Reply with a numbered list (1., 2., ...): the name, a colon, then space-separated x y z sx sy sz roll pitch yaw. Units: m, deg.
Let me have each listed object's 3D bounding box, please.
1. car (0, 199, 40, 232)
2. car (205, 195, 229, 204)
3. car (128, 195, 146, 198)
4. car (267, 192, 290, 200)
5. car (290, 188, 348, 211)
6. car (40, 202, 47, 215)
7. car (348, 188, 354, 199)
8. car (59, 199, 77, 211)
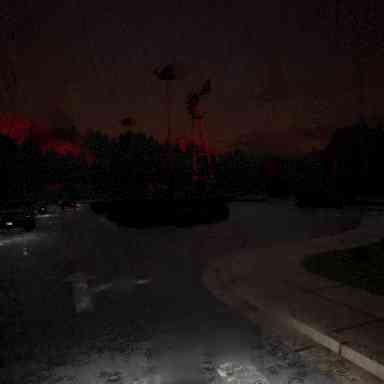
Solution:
1. car: -11.652 1.514 22.036 2.150 2.045 5.566 -2 0 -21
2. car: 3.904 1.177 53.092 3.905 1.438 1.784 -2 0 -21
3. car: -12.749 1.442 77.557 4.553 1.767 2.097 -2 0 -21
4. car: 15.421 0.765 58.935 4.193 1.474 1.816 -2 0 -21
5. car: 12.333 0.785 32.255 4.605 1.855 1.932 -2 0 -21
6. car: -18.492 1.997 39.973 1.812 1.442 4.674 -2 0 -21
7. car: 20.902 0.449 46.606 3.866 1.878 1.905 -2 0 -21
8. car: -17.467 1.876 47.255 1.837 1.490 4.892 -2 0 -21
